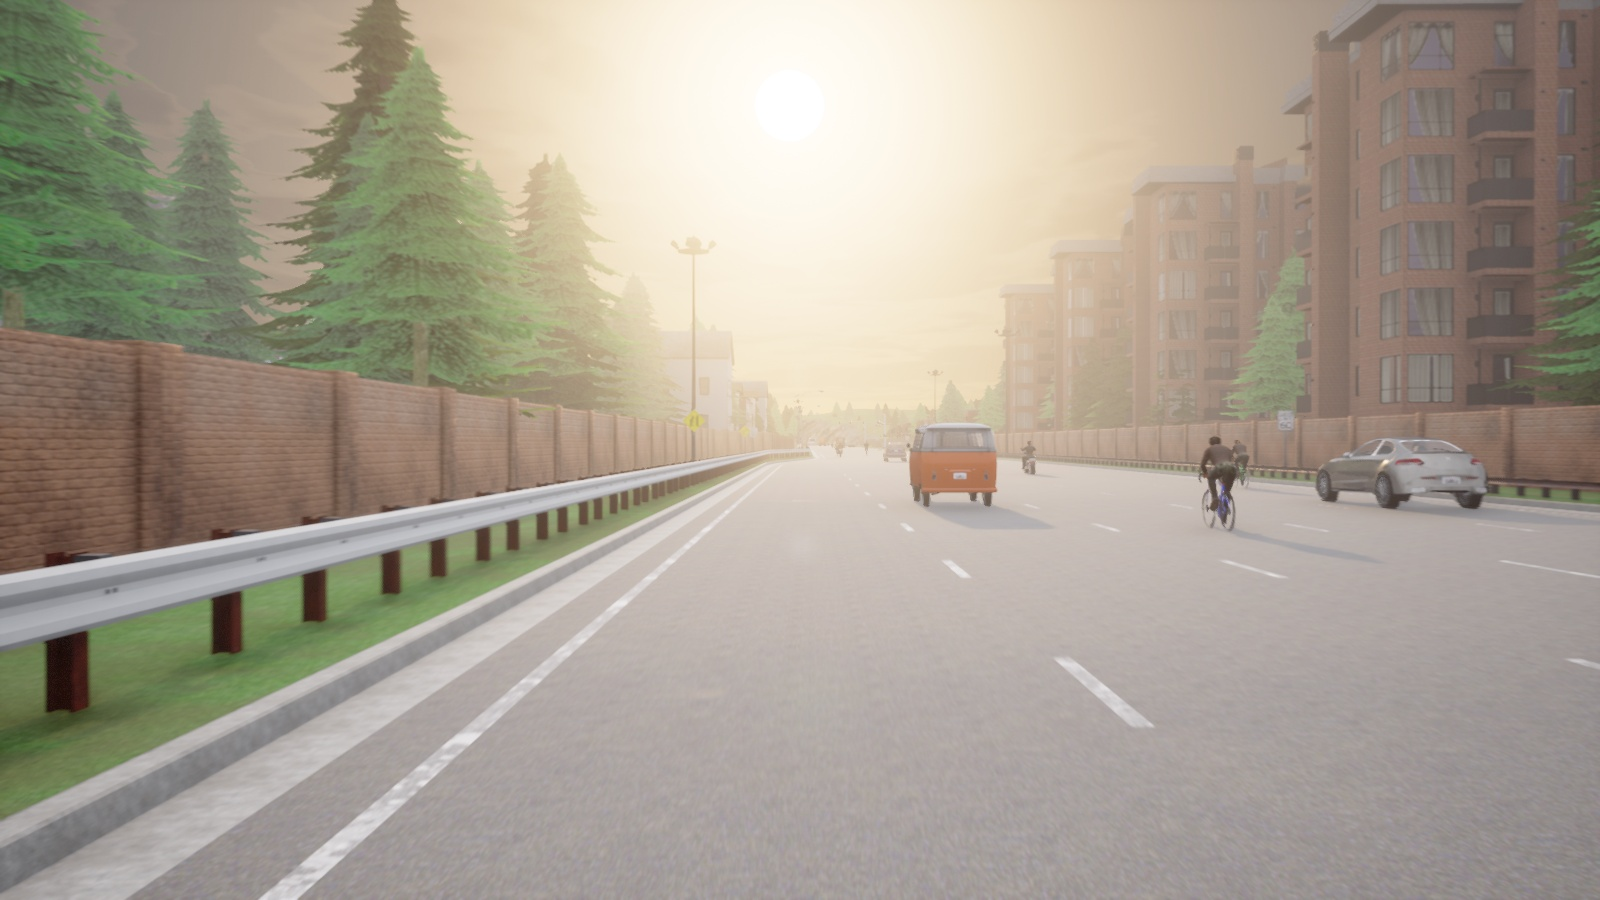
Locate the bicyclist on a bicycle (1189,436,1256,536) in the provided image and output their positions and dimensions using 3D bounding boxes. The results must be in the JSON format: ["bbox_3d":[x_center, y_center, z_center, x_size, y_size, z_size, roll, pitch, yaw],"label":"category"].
[{"bbox_3d":[7.148,0.587,21.334,0.582,1.620,1.656,0,0,0],"label":"bicyclist on a bicycle"}]

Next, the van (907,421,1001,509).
[{"bbox_3d":[3.689,0.331,30.805,1.775,1.987,4.442,0,0,0],"label":"van"}]

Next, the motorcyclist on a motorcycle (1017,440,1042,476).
[{"bbox_3d":[10.851,0.375,59.494,0.766,1.649,2.350,0,0,0],"label":"motorcyclist on a motorcycle"}]

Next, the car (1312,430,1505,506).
[{"bbox_3d":[14.183,0.372,29.666,2.152,1.651,5.027,0,0,0],"label":"car"}]
